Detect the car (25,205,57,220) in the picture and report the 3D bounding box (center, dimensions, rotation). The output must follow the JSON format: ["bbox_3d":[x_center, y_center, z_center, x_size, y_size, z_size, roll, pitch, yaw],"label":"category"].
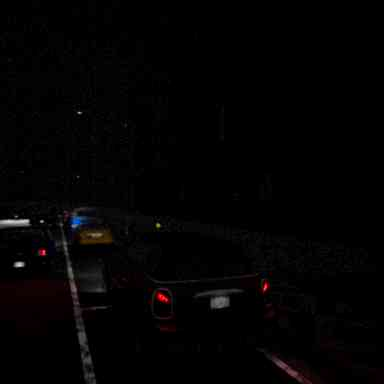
[{"bbox_3d":[-12.171,2.115,27.215,1.882,1.535,5.008,1,-2,-22],"label":"car"}]

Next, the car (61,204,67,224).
[{"bbox_3d":[-11.471,2.235,32.542,1.967,1.590,4.097,1,-2,-22],"label":"car"}]

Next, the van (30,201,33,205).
[{"bbox_3d":[-40.640,3.196,81.500,1.690,1.788,3.998,1,-2,-22],"label":"van"}]

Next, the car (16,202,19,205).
[{"bbox_3d":[-27.874,2.657,50.186,1.887,1.381,4.507,1,-2,-22],"label":"car"}]

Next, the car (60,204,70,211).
[{"bbox_3d":[-26.367,3.206,69.063,1.887,1.381,4.507,1,-2,-22],"label":"car"}]

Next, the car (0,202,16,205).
[{"bbox_3d":[-25.744,2.303,44.973,2.192,1.841,5.009,1,-2,-22],"label":"car"}]

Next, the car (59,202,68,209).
[{"bbox_3d":[-32.750,3.473,84.719,1.967,1.590,4.097,1,-2,-22],"label":"car"}]

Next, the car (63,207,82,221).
[{"bbox_3d":[-13.664,2.448,37.915,1.752,1.417,4.829,1,-2,-22],"label":"car"}]

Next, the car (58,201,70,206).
[{"bbox_3d":[-19.983,2.730,53.412,1.967,1.590,4.097,1,-2,-22],"label":"car"}]

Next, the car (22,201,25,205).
[{"bbox_3d":[-32.129,2.800,60.625,1.967,1.590,4.097,1,-2,-22],"label":"car"}]

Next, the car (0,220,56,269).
[{"bbox_3d":[-5.874,1.873,11.766,1.895,1.301,4.718,1,-2,-22],"label":"car"}]

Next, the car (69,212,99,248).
[{"bbox_3d":[-5.153,1.954,17.044,1.752,1.417,4.829,1,-2,-22],"label":"car"}]

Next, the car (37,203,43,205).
[{"bbox_3d":[-18.768,2.538,43.123,1.812,1.442,4.674,1,-2,-22],"label":"car"}]

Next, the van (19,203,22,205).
[{"bbox_3d":[-30.000,2.577,55.409,1.690,1.788,3.998,1,-2,-22],"label":"van"}]

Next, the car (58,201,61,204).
[{"bbox_3d":[-24.238,2.852,63.852,2.192,1.841,5.009,1,-2,-22],"label":"car"}]

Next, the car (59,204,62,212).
[{"bbox_3d":[-15.728,2.593,42.974,2.008,1.369,4.403,1,-2,-22],"label":"car"}]

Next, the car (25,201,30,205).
[{"bbox_3d":[-36.385,3.047,71.061,1.967,1.590,4.097,1,-2,-22],"label":"car"}]

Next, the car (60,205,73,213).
[{"bbox_3d":[-22.112,2.979,58.627,1.947,1.339,4.313,1,-2,-22],"label":"car"}]

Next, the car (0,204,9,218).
[{"bbox_3d":[-23.618,2.430,39.749,1.947,1.339,4.313,1,-2,-22],"label":"car"}]

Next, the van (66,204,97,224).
[{"bbox_3d":[-7.215,1.889,22.109,1.690,1.788,3.998,1,-2,-22],"label":"van"}]

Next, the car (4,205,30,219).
[{"bbox_3d":[-20.377,2.482,39.081,1.895,1.301,4.718,1,-2,-22],"label":"car"}]

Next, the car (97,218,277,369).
[{"bbox_3d":[-0.426,1.535,6.398,2.097,1.767,4.553,1,-2,-22],"label":"car"}]
